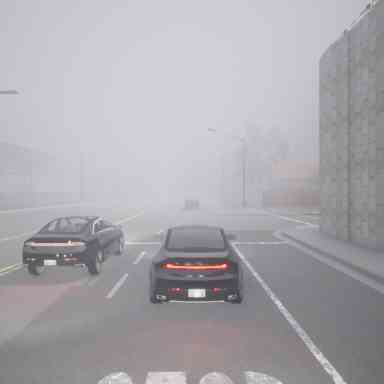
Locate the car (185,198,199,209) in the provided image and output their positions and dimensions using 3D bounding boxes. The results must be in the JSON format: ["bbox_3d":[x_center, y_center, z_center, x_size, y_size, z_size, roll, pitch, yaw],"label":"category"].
[{"bbox_3d":[-0.013,1.491,44.174,2.128,1.511,4.902,0,0,0],"label":"car"}]

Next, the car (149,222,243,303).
[{"bbox_3d":[0.080,1.505,8.181,1.837,1.490,4.892,0,0,0],"label":"car"}]

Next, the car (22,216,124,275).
[{"bbox_3d":[-3.426,1.492,10.450,2.128,1.511,4.902,0,0,0],"label":"car"}]
